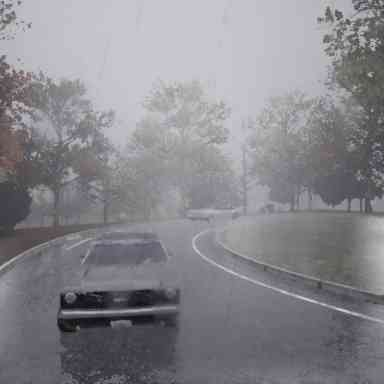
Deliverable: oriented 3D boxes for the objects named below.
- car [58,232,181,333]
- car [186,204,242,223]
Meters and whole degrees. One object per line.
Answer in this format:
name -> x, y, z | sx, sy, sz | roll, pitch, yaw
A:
car -> -1.344, 1.601, 6.998 | 1.895, 1.301, 4.718 | 0, 0, -8
car -> 1.771, 1.601, 25.525 | 1.895, 1.301, 4.718 | 0, 0, 44
